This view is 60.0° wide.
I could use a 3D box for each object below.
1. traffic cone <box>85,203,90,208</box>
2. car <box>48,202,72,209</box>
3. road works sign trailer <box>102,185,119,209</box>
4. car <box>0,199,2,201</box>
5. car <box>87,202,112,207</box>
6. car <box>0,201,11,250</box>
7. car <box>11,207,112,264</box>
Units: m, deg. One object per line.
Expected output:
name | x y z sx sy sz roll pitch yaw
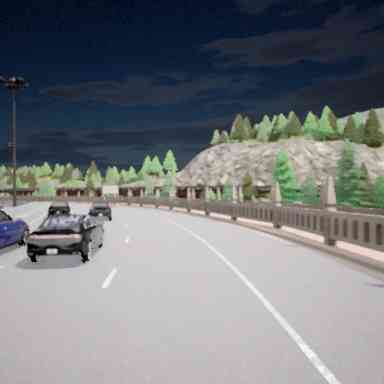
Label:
traffic cone | -17.350 2.246 54.536 0.340 0.580 0.340 0 0 -31
car | -12.543 1.657 31.651 1.882 1.535 5.008 0 0 -18
road works sign trailer | -12.196 0.696 49.769 2.380 3.560 2.880 0 0 -16
car | -26.177 1.699 44.438 2.097 1.767 4.553 0 0 -29
car | -8.175 1.644 29.525 1.837 1.490 4.892 0 0 -17
car | -8.023 1.429 12.874 2.097 1.767 4.553 0 0 -7
car | -4.389 1.546 12.184 2.128 1.511 4.902 0 0 -7
